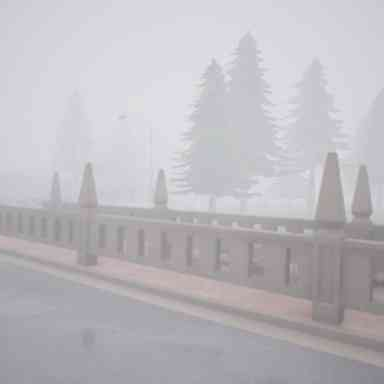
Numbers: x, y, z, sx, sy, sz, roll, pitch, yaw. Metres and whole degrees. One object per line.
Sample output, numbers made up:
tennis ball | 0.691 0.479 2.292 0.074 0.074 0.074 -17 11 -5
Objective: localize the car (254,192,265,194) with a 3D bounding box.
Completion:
car | 13.251 0.785 63.600 2.097 1.767 4.553 2 1 37

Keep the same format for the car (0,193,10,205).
car | -19.630 0.744 32.229 1.812 1.442 4.674 2 1 38

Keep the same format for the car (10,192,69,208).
car | -14.686 0.786 32.913 1.882 1.535 5.008 2 1 38
